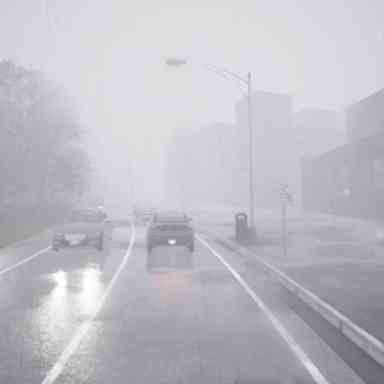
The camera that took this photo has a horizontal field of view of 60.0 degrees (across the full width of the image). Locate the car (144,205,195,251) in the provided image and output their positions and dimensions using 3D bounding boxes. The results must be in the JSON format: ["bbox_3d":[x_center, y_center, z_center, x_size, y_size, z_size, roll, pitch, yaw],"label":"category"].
[{"bbox_3d":[-1.017,1.552,14.404,1.837,1.490,4.892,1,0,-7],"label":"car"}]

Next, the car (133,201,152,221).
[{"bbox_3d":[-4.647,1.630,32.086,1.812,1.442,4.674,1,0,-15],"label":"car"}]

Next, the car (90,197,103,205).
[{"bbox_3d":[-15.306,1.528,53.309,1.895,1.301,4.718,2,0,-19],"label":"car"}]

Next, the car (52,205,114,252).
[{"bbox_3d":[-4.446,1.511,14.112,2.128,1.511,4.902,1,0,-8],"label":"car"}]
